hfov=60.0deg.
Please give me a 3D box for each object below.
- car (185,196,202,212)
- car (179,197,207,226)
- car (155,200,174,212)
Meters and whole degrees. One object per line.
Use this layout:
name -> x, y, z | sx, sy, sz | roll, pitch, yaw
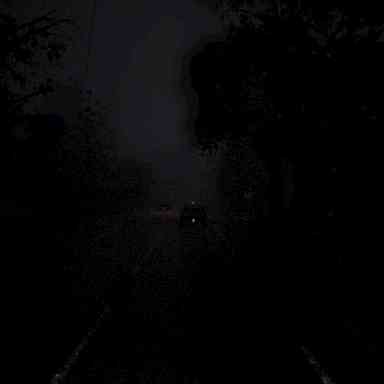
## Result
car -> 0.187, 1.449, 42.138 | 2.097, 1.767, 4.553 | 0, 1, 1
car -> 0.098, 1.530, 24.411 | 2.128, 1.511, 4.902 | 1, 3, 0
car -> -3.271, 1.677, 40.000 | 1.994, 1.385, 4.181 | 0, 0, 1
